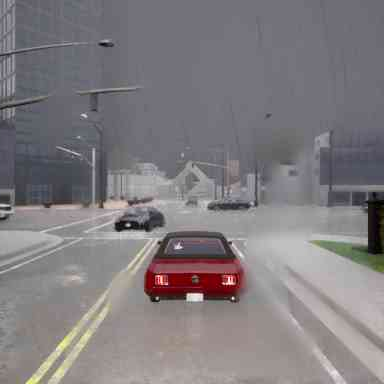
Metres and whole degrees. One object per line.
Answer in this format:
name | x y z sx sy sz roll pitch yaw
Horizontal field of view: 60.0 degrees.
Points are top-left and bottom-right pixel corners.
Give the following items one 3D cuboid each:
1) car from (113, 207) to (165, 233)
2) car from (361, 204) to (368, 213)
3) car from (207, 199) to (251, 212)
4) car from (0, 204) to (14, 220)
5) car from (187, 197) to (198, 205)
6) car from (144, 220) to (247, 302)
car | -3.029 1.581 19.770 1.994 1.385 4.181 0 0 12
car | 19.867 1.480 34.099 4.674 1.442 1.812 0 0 -1
car | 4.170 1.494 37.464 4.902 1.511 2.128 0 0 0
car | -17.346 1.339 26.585 5.566 2.045 2.150 -1 0 0
car | 0.047 1.547 59.124 2.033 1.411 5.357 0 0 0
car | 0.068 1.601 8.189 1.895 1.301 4.718 0 0 0
